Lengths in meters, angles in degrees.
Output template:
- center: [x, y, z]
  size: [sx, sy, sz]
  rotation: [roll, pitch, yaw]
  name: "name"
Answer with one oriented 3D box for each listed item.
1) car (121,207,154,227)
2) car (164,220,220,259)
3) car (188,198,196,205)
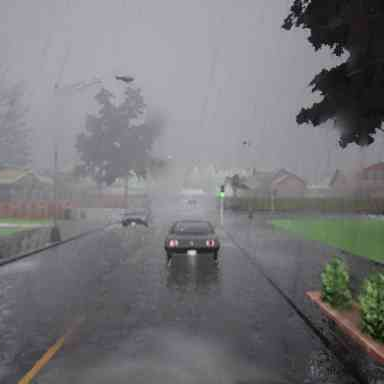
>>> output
- center: [-4.004, 1.828, 25.500]
  size: [2.033, 1.411, 5.357]
  rotation: [0, -1, 0]
  name: "car"
- center: [0.015, 1.748, 13.237]
  size: [1.895, 1.301, 4.718]
  rotation: [0, -1, 0]
  name: "car"
- center: [0.009, 2.189, 78.579]
  size: [1.882, 1.535, 5.008]
  rotation: [0, -1, 0]
  name: "car"
